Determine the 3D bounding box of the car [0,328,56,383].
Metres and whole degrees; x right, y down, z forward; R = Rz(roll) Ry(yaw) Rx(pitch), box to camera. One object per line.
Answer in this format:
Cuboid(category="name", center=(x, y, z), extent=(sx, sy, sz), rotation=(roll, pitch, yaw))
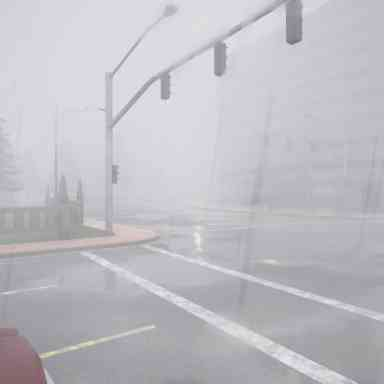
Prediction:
Cuboid(category="car", center=(-3.118, 1.601, 1.554), extent=(4.718, 1.301, 1.895), rotation=(0, 0, -35))
